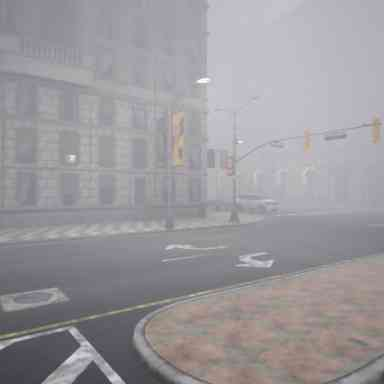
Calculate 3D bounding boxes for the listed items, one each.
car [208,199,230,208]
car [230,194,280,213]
[{"bbox_3d":[4.340,1.601,47.487,1.895,1.301,4.718,0,0,-35],"label":"car"},{"bbox_3d":[7.247,1.221,37.407,2.150,2.045,5.566,0,0,-36],"label":"car"}]
